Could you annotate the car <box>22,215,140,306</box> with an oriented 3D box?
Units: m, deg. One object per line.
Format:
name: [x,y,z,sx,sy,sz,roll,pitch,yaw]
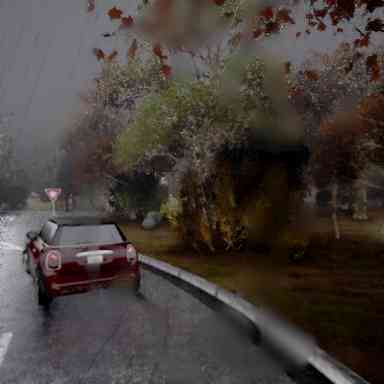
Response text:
car: [-3.028,1.406,8.597,2.097,1.767,4.553,0,0,-30]
